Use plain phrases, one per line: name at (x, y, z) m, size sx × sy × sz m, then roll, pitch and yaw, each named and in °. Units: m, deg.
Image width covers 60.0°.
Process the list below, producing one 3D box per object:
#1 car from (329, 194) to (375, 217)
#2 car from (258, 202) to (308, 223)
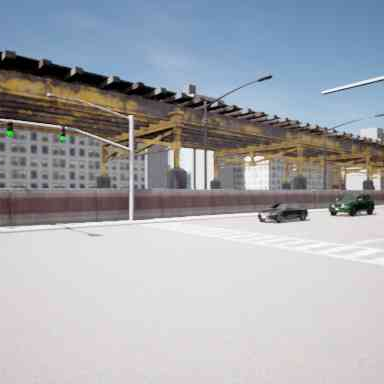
car at (15.374, 1.206, 31.856) m, size 5.566 × 2.045 × 2.150 m, roll 0°, pitch 0°, yaw -38°
car at (7.063, 1.528, 25.506) m, size 4.674 × 1.442 × 1.812 m, roll 0°, pitch 0°, yaw -37°
